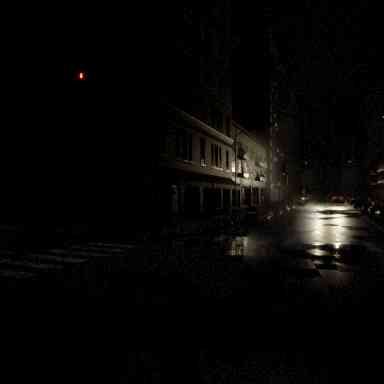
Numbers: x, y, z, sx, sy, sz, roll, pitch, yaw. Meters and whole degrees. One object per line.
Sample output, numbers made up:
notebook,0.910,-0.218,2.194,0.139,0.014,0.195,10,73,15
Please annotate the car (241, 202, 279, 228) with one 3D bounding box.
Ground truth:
car,4.467,1.584,22.341,1.802,1.307,4.206,1,0,22

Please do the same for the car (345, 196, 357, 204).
car,31.163,1.562,65.214,1.947,1.339,4.313,1,0,22

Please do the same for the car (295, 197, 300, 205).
car,10.733,1.547,37.700,1.887,1.381,4.507,1,0,22

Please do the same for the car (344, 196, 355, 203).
car,33.252,1.577,70.335,1.802,1.307,4.206,1,0,22

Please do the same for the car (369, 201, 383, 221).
car,14.452,1.547,24.245,1.887,1.381,4.507,1,0,22

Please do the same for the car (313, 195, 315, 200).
car,25.353,1.310,73.537,2.192,1.841,5.009,1,0,22

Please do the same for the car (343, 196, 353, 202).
car,35.341,1.559,75.457,1.947,1.339,4.313,1,0,22

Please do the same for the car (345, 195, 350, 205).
car,26.985,1.550,54.972,2.008,1.369,4.403,1,0,22

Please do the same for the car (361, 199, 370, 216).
car,16.541,1.553,29.366,2.008,1.369,4.403,1,0,22

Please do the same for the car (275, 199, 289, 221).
car,6.556,1.568,27.460,1.947,1.339,4.313,1,0,22

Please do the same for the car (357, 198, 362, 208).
car,18.630,1.547,34.488,1.887,1.381,4.507,1,0,22

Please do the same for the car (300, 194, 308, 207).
car,16.934,1.525,52.902,1.752,1.417,4.829,1,0,22

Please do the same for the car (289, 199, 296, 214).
car,8.644,1.553,32.580,2.008,1.369,4.403,1,0,22

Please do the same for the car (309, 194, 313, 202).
car,23.263,1.562,68.418,1.947,1.339,4.313,1,0,22

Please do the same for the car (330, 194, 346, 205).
car,26.668,1.524,60.984,1.812,1.442,4.674,0,0,22

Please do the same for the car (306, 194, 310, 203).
car,19.086,1.565,58.179,1.947,1.339,4.313,1,0,22

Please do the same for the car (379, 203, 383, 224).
car,12.363,1.568,19.124,1.947,1.339,4.313,1,0,22

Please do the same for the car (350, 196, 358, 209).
car,22.807,1.567,44.730,1.947,1.339,4.313,1,0,22
